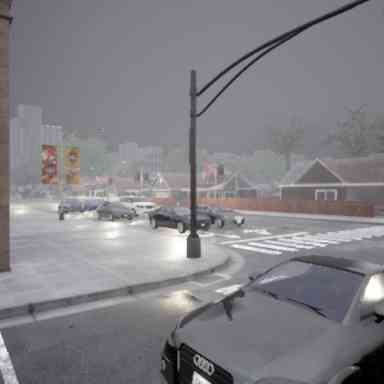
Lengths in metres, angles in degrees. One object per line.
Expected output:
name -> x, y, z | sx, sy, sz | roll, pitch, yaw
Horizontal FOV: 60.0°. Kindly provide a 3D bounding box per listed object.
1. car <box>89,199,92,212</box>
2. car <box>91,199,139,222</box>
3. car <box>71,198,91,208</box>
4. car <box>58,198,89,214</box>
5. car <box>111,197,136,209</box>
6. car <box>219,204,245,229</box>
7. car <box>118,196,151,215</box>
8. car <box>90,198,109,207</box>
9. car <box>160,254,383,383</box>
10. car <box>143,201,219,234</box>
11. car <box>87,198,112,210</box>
car -> -12.866, 1.704, 42.676 | 1.882, 1.535, 5.008 | 0, 0, -35
car -> -6.667, 1.646, 28.422 | 1.837, 1.490, 4.892 | 0, 0, -36
car -> -18.991, 1.784, 56.913 | 1.882, 1.535, 5.008 | 0, 0, -36
car -> -14.042, 1.572, 38.724 | 2.097, 1.767, 4.553 | 0, 0, -35
car -> -10.482, 1.595, 50.628 | 2.097, 1.767, 4.553 | 0, 0, -36
car -> 1.495, 1.569, 22.619 | 2.128, 1.511, 4.902 | 0, 0, -36
car -> -5.407, 1.375, 32.240 | 2.150, 2.045, 5.566 | 0, -1, -35
car -> -16.350, 1.864, 58.807 | 1.994, 1.385, 4.181 | 0, 0, -36
car -> 1.709, 1.559, 4.180 | 4.181, 1.385, 1.994 | 0, 0, -36
car -> -0.850, 1.558, 20.309 | 1.882, 1.535, 5.008 | 0, 0, -36
car -> -13.947, 1.749, 49.951 | 2.128, 1.511, 4.902 | 0, 0, -35
